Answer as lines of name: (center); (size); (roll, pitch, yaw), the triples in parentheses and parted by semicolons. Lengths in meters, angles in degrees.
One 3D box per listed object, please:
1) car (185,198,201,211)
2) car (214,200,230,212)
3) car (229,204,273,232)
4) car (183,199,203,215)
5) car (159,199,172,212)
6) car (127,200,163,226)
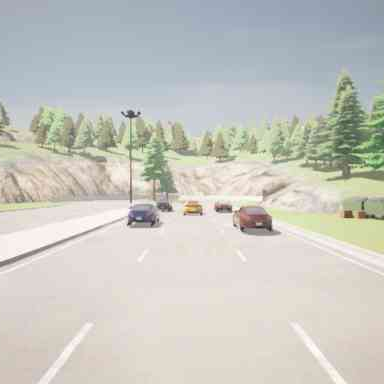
car: (0.130, 1.600, 43.916); (2.033, 1.411, 5.357); (0, 0, 1)
car: (3.603, 1.647, 39.193); (1.895, 1.301, 4.718); (0, 0, 0)
car: (3.600, 1.550, 20.109); (1.812, 1.442, 4.674); (0, 0, 0)
car: (0.096, 1.518, 34.084); (1.882, 1.535, 5.008); (0, 0, 0)
car: (-3.394, 1.574, 40.273); (1.812, 1.442, 4.674); (0, 0, 0)
car: (-3.400, 1.554, 23.676); (1.812, 1.442, 4.674); (0, 0, 0)
